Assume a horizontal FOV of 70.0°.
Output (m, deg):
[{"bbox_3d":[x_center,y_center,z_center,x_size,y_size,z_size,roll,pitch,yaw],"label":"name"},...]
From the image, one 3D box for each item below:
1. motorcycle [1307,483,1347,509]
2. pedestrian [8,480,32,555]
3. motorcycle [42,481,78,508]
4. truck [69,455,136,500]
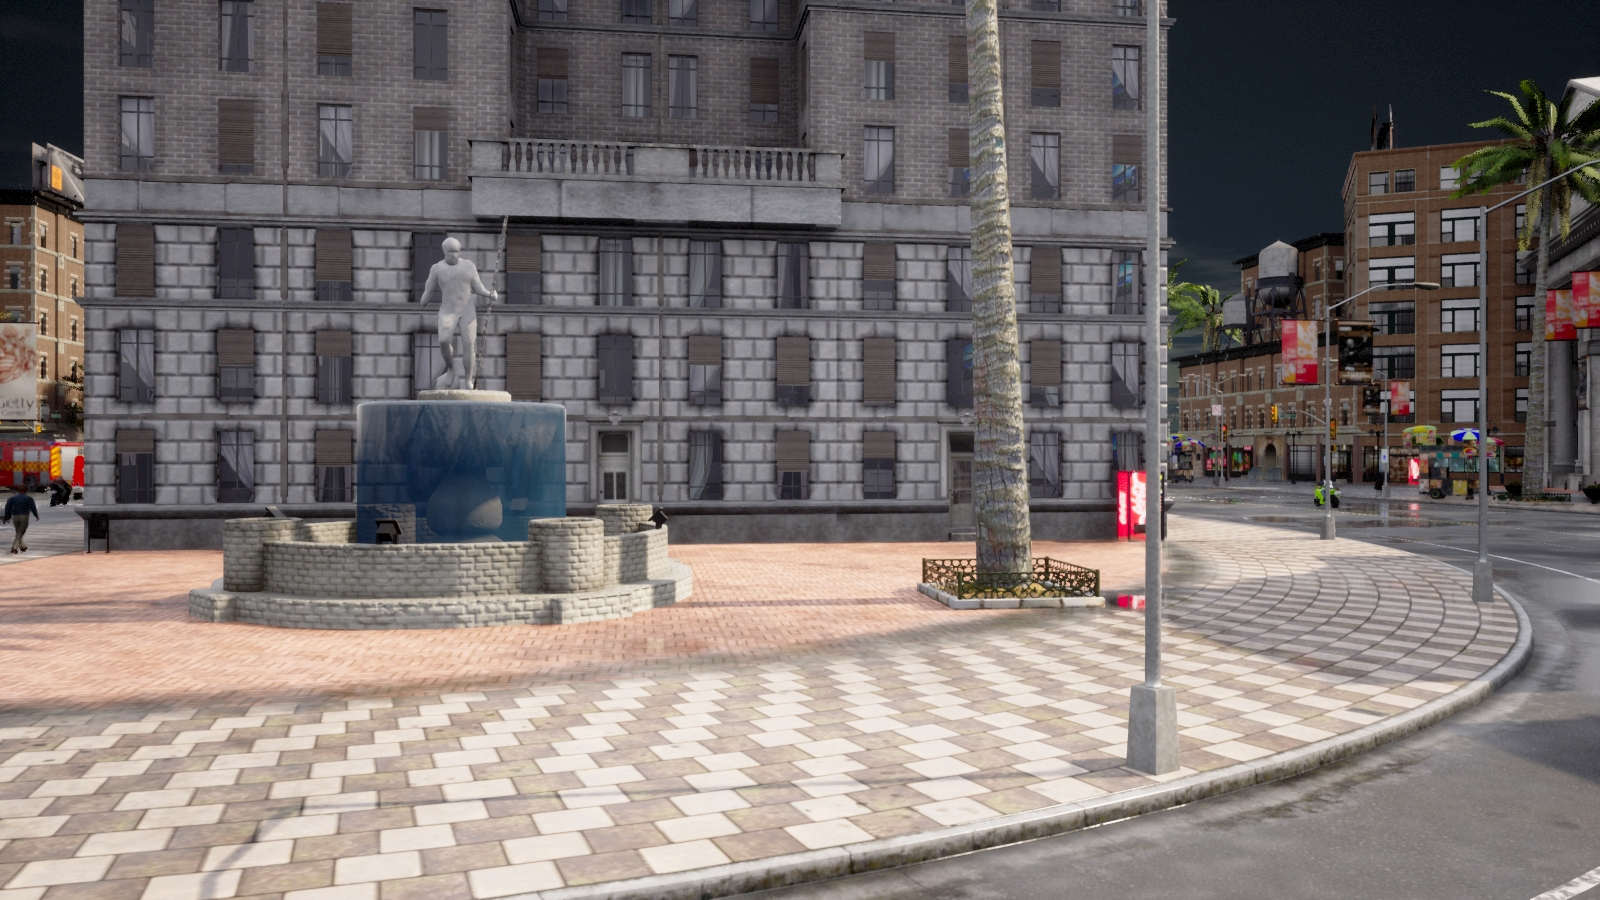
[{"bbox_3d":[25.547,2.213,55.422,0.803,1.145,2.033,0,0,-7],"label":"motorcycle"},{"bbox_3d":[-19.696,1.696,28.855,0.375,1.860,0.375,0,0,-14],"label":"pedestrian"},{"bbox_3d":[-37.089,2.205,57.282,0.867,1.251,2.209,0,0,-15],"label":"motorcycle"},{"bbox_3d":[-40.226,1.560,66.008,2.627,2.467,5.204,0,-1,-23],"label":"truck"}]
